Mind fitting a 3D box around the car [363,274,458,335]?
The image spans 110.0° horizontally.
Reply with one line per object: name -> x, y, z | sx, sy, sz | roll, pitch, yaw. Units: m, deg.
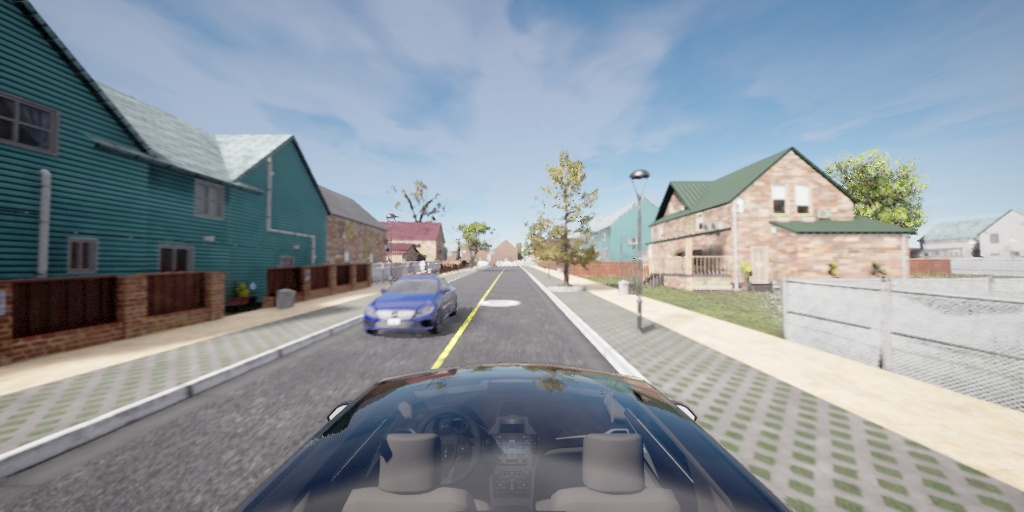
car -> -2.745, 1.286, 10.679 | 1.812, 1.442, 4.674 | 0, 0, 0
